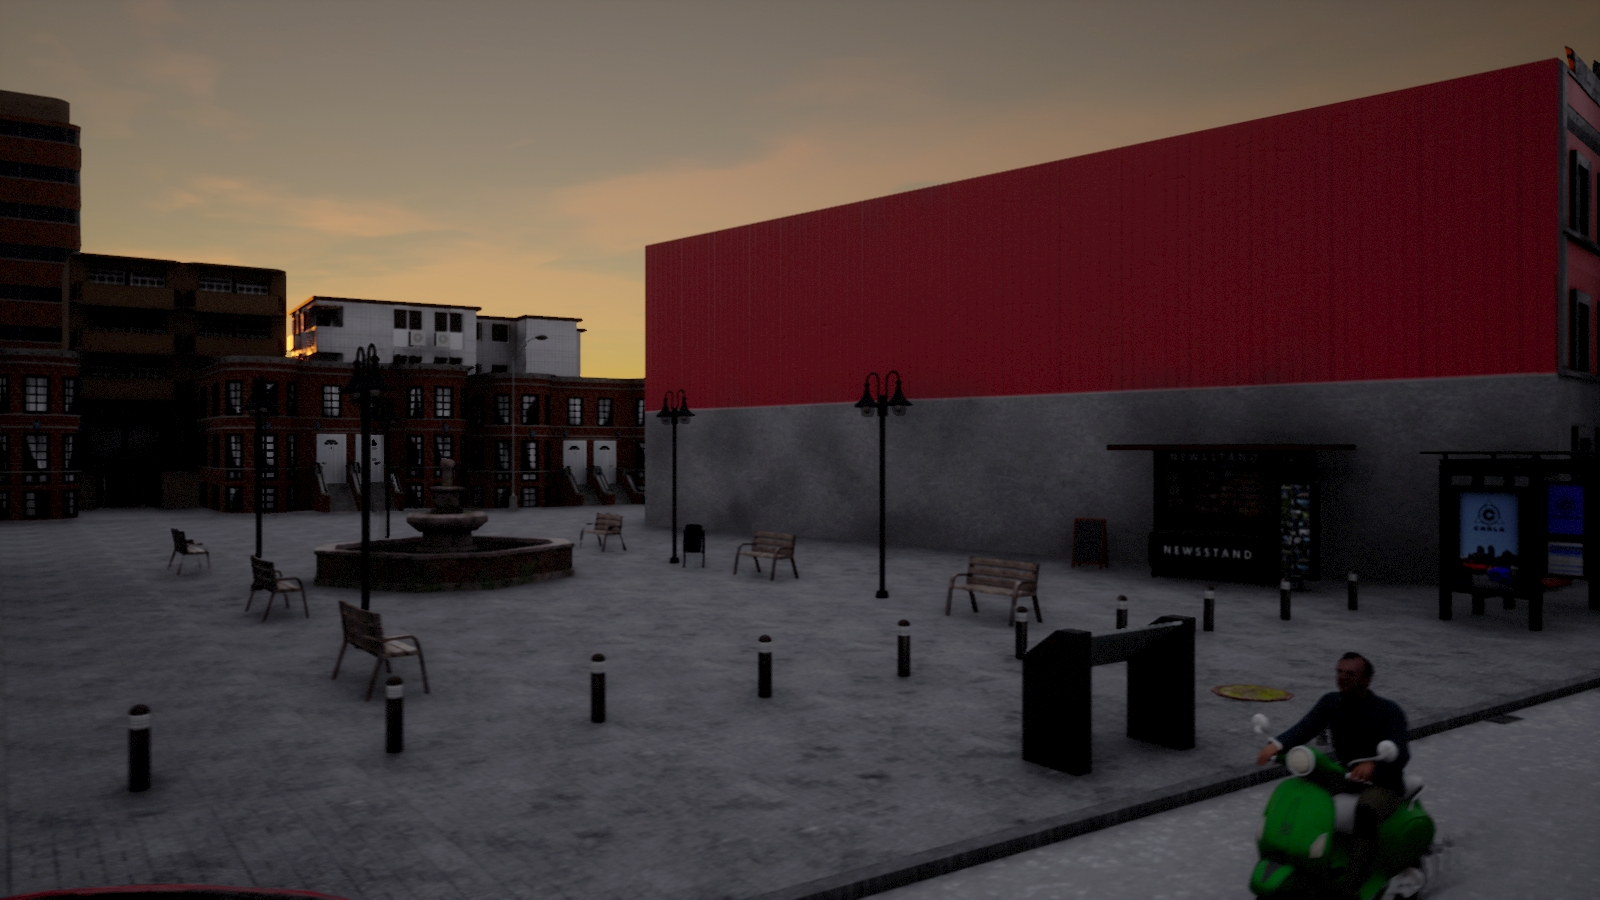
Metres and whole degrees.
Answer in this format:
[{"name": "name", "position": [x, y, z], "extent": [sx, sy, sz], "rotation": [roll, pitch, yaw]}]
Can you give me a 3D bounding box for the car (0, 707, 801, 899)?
[{"name": "car", "position": [-2.638, 1.841, 2.557], "extent": [4.892, 1.480, 2.231], "rotation": [0, 0, -35]}]
